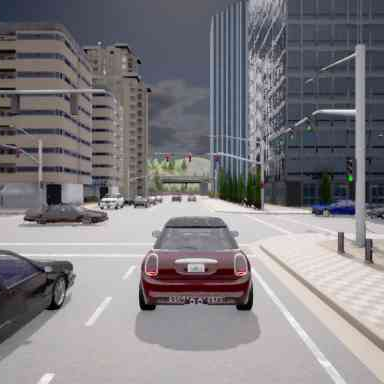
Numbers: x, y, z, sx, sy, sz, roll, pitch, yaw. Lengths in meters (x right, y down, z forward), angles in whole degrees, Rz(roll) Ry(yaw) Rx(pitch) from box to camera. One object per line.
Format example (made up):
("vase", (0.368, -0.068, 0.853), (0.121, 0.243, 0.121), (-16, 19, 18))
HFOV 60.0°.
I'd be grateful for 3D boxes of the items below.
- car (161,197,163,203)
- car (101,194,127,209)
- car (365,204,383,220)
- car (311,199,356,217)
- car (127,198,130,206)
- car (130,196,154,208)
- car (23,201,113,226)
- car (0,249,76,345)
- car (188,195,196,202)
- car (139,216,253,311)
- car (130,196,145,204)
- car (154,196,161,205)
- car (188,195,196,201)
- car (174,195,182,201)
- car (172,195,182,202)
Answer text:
("car", (-7.030, 1.491, 67.712), (2.128, 1.511, 4.902), (0, 0, 0))
("car", (-10.611, 1.222, 44.436), (2.150, 2.045, 5.566), (0, 0, 0))
("car", (16.273, 1.436, 26.324), (4.902, 1.511, 2.128), (0, 0, 0))
("car", (13.286, 1.422, 29.846), (5.008, 1.535, 1.882), (0, 0, 1))
("car", (-10.606, 1.601, 54.205), (1.895, 1.301, 4.718), (0, 0, 0))
("car", (-7.111, 1.547, 47.951), (2.033, 1.411, 5.357), (0, 0, 0))
("car", (-8.543, 1.525, 22.755), (5.357, 1.411, 2.033), (0, 0, 0))
("car", (-3.435, 1.547, 4.747), (2.033, 1.411, 5.357), (0, 0, 0))
("car", (-0.020, 1.547, 75.818), (1.994, 1.385, 4.181), (0, 0, 0))
("car", (0.081, 1.352, 7.946), (2.097, 1.767, 4.553), (0, 0, 0))
("car", (-10.556, 1.491, 64.582), (2.128, 1.511, 4.902), (0, 0, 1))
("car", (-7.096, 1.491, 57.464), (2.128, 1.511, 4.902), (0, 0, 0))
("car", (-0.022, 1.493, 84.311), (1.812, 1.442, 4.674), (0, 0, 0))
("car", (-3.522, 1.509, 84.311), (2.033, 1.411, 5.357), (0, 0, 0))
("car", (-3.520, 1.470, 74.700), (1.882, 1.535, 5.008), (0, 0, 0))
